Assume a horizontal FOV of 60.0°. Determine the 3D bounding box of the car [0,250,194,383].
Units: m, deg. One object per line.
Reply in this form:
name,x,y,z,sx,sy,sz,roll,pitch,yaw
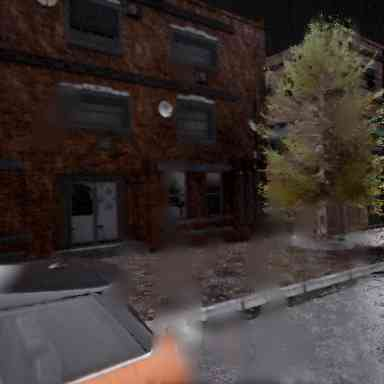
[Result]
car,-2.170,1.352,1.830,4.553,1.767,2.097,0,0,-36
